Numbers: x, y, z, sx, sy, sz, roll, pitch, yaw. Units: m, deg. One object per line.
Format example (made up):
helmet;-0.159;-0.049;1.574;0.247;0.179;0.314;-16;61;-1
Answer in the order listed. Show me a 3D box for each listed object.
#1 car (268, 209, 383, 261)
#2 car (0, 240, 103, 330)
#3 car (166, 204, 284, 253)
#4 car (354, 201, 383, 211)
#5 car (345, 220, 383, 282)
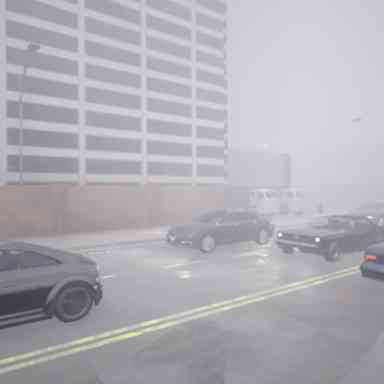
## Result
car;5.147;1.512;11.924;4.718;1.301;1.895;-1;0;-35
car;-3.695;1.564;5.648;4.181;1.385;1.994;0;0;-35
car;1.269;1.435;13.464;4.892;1.490;1.837;-1;0;-35
car;11.516;1.340;20.687;4.892;1.490;1.837;0;0;-35
car;6.276;1.468;8.223;5.357;1.411;2.033;-1;0;-35
